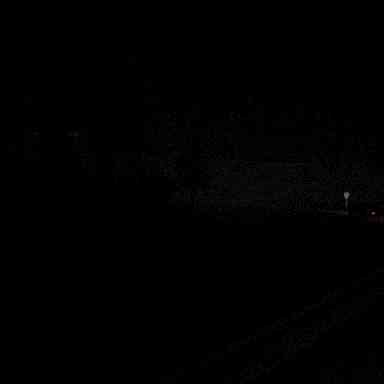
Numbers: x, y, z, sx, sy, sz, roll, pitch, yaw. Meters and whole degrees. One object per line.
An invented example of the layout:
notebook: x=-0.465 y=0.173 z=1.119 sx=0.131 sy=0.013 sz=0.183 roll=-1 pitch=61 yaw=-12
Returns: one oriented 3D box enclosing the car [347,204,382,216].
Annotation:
car: x=19.435 y=2.020 z=37.720 sx=1.895 sy=1.301 sz=4.718 roll=1 pitch=0 yaw=1
